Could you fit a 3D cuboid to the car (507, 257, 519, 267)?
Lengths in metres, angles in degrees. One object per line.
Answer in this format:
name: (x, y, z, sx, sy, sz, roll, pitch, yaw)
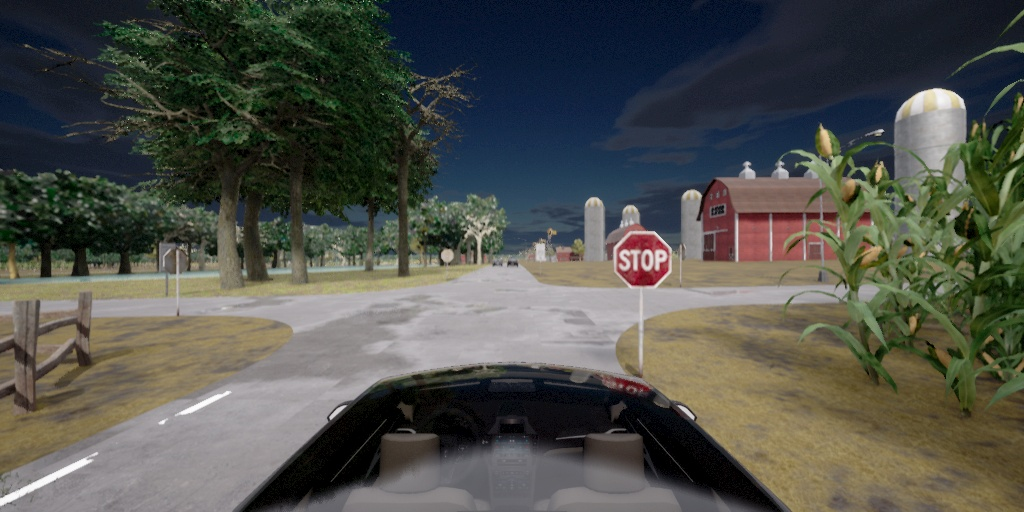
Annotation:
car: (0.126, 1.131, 61.287, 1.882, 1.535, 5.008, 0, 0, 0)
